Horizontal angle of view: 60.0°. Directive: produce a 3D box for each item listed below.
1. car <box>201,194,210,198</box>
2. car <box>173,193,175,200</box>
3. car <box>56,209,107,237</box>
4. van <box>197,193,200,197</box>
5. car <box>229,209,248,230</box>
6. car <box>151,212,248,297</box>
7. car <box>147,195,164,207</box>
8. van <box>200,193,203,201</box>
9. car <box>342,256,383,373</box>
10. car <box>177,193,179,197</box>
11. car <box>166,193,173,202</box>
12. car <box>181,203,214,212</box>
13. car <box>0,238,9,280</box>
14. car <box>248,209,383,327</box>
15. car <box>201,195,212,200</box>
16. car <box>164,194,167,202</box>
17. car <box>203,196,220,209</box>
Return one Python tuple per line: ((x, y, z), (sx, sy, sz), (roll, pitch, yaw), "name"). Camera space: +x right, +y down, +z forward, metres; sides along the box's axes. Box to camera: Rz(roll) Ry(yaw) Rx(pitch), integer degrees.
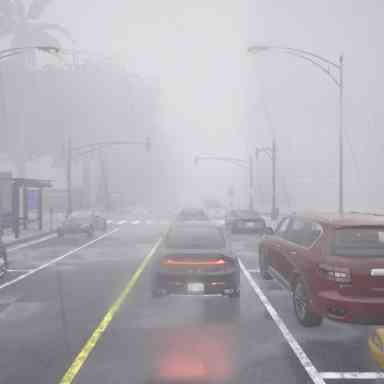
((2.807, 1.495, 55.250), (1.752, 1.417, 4.829), (0, 0, 0), "car")
((-5.700, 1.259, 76.788), (2.192, 1.841, 5.009), (0, 0, 0), "car")
((-5.750, 1.577, 17.828), (1.802, 1.307, 4.206), (0, 0, 0), "car")
((2.830, 1.277, 82.182), (1.690, 1.788, 3.998), (0, 0, 0), "van")
((2.775, 1.561, 17.803), (1.947, 1.339, 4.313), (0, 0, 0), "car")
((0.083, 1.503, 8.533), (1.837, 1.490, 4.892), (0, 0, 0), "car")
((-5.723, 1.525, 49.687), (2.008, 1.369, 4.403), (0, 0, 0), "car")
((2.811, 1.306, 60.500), (1.690, 1.788, 3.998), (0, 0, 0), "van")
((2.761, 1.525, 1.697), (1.752, 1.417, 4.829), (0, 0, 0), "car")
((-5.686, 1.233, 93.049), (2.192, 1.841, 5.009), (0, 0, 0), "car")
((-5.704, 1.392, 71.368), (1.967, 1.590, 4.097), (0, 0, 0), "car")
((0.017, 1.559, 18.561), (1.994, 1.385, 4.181), (0, 0, 0), "car")
((-5.760, 1.439, 6.975), (1.967, 1.590, 4.097), (0, 0, 0), "car")
((2.765, 1.314, 6.952), (2.192, 1.841, 5.009), (0, 0, 0), "car")
((2.803, 1.541, 49.660), (1.947, 1.339, 4.313), (0, 0, 0), "car")
((-5.719, 1.410, 55.107), (1.967, 1.590, 4.097), (0, 0, 0), "car")
((2.798, 1.545, 44.239), (1.947, 1.339, 4.313), (0, 0, 0), "car")
